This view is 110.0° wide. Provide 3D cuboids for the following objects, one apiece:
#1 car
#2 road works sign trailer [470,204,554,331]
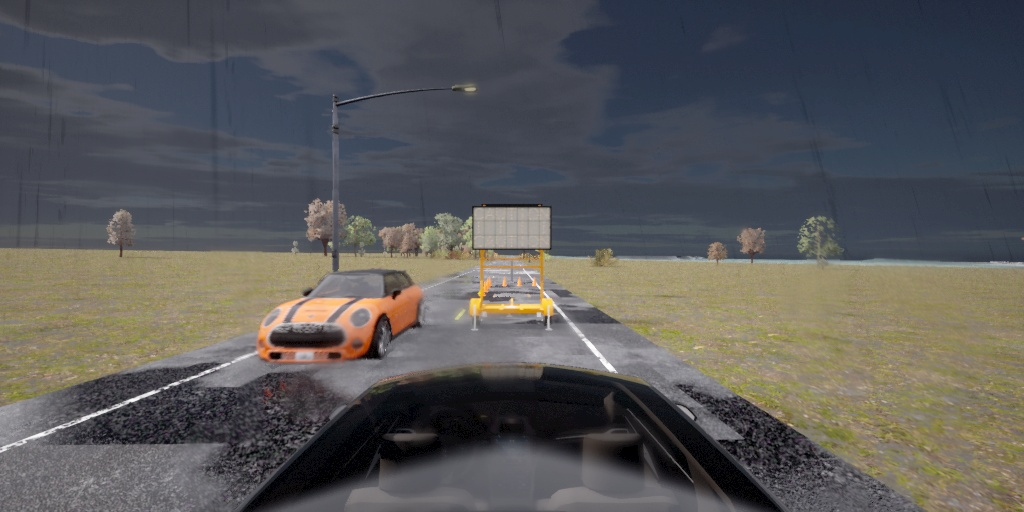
[{"bbox_3d":[-3.502,1.102,8.303,2.097,1.767,4.553,0,0,0],"label":"car"},{"bbox_3d":[-0.003,0.215,11.018,2.380,3.560,2.880,0,0,0],"label":"road works sign trailer"}]
